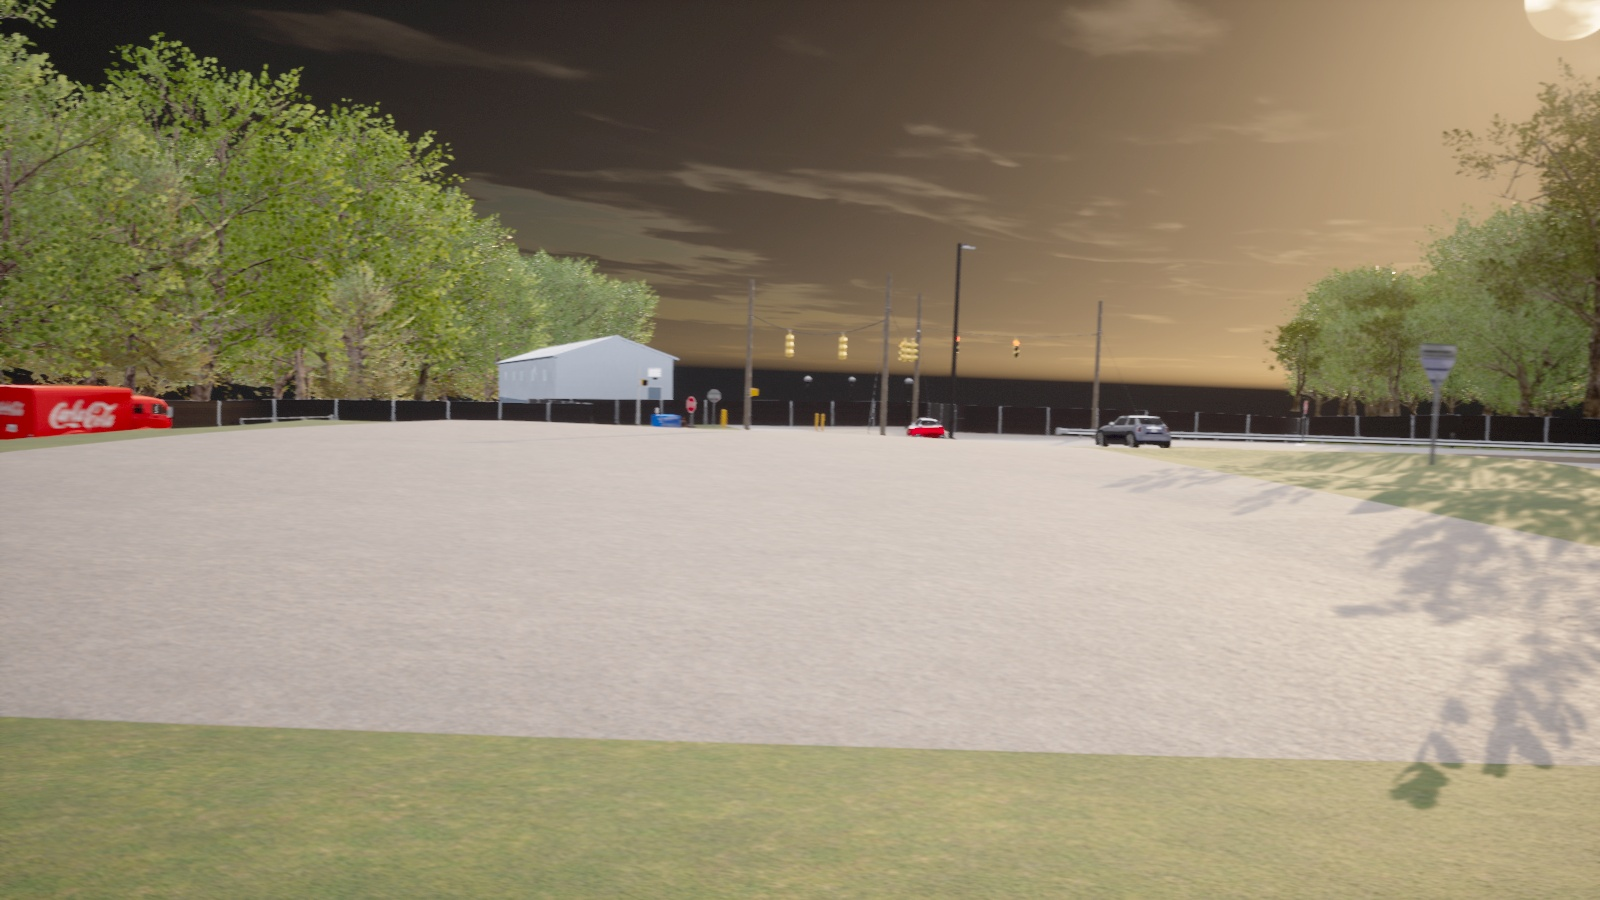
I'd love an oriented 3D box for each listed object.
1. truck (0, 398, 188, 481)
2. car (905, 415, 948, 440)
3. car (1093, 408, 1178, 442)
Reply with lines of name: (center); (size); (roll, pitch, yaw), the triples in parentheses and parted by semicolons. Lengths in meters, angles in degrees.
truck: (-23.266, -0.442, 41.219); (2.627, 2.467, 5.204); (3, 3, 25)
car: (7.561, -1.370, 74.979); (2.207, 1.376, 1.481); (-2, 4, -12)
car: (14.881, -1.098, 55.930); (1.970, 1.475, 3.806); (0, 1, -16)
